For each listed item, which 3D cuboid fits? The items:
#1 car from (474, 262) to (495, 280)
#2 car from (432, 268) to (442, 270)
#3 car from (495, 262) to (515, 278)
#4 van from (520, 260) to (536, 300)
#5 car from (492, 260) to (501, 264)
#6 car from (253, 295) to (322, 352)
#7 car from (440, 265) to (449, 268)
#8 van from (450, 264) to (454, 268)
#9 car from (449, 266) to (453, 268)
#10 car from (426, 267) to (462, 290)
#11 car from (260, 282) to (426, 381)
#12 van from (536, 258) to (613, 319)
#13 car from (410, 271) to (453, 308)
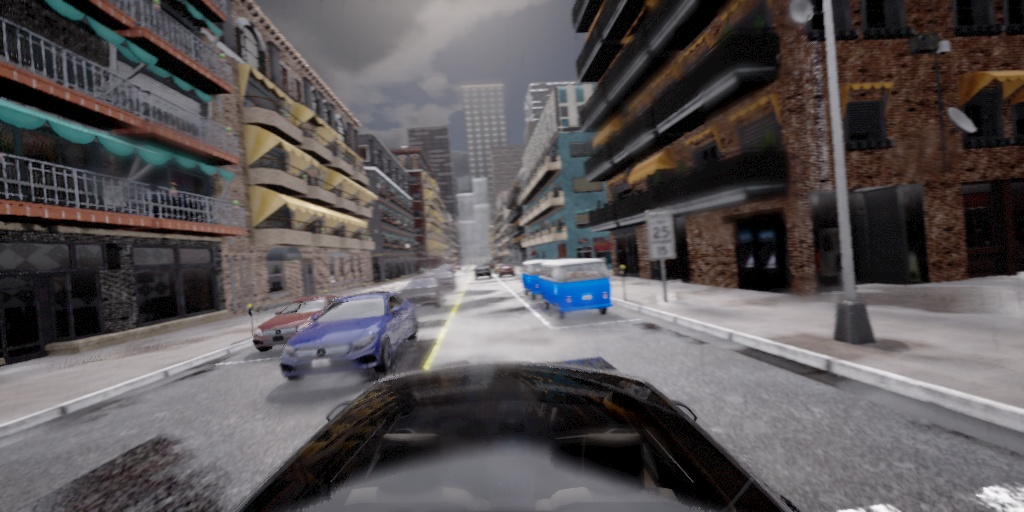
[{"bbox_3d":[-3.248,1.793,40.546,1.837,1.490,4.892,-5,-1,-5],"label":"car"},{"bbox_3d":[-8.832,2.349,39.288,1.802,1.307,4.207,0,0,-5],"label":"car"},{"bbox_3d":[-0.549,1.638,40.043,1.802,1.307,4.207,0,0,-5],"label":"car"},{"bbox_3d":[1.535,1.066,17.734,1.690,1.789,3.998,0,0,-5],"label":"van"},{"bbox_3d":[-1.607,1.747,51.367,1.751,1.417,4.829,0,0,-5],"label":"car"},{"bbox_3d":[-6.227,1.936,11.401,1.802,1.307,4.207,0,0,-5],"label":"car"},{"bbox_3d":[-9.353,2.290,44.864,1.967,1.591,4.097,0,0,-5],"label":"car"},{"bbox_3d":[-10.396,2.356,56.019,1.690,1.789,3.998,0,0,-5],"label":"van"},{"bbox_3d":[-9.874,2.483,50.442,2.007,1.370,4.403,0,0,-5],"label":"car"},{"bbox_3d":[-5.314,1.935,28.462,2.033,1.411,5.357,-5,0,-6],"label":"car"},{"bbox_3d":[-3.466,1.619,8.510,1.812,1.442,4.674,-5,0,-4],"label":"car"},{"bbox_3d":[2.056,0.983,12.156,1.690,1.789,3.998,0,0,-5],"label":"van"},{"bbox_3d":[-4.352,1.782,18.064,2.033,1.411,5.357,-5,0,-6],"label":"car"}]
